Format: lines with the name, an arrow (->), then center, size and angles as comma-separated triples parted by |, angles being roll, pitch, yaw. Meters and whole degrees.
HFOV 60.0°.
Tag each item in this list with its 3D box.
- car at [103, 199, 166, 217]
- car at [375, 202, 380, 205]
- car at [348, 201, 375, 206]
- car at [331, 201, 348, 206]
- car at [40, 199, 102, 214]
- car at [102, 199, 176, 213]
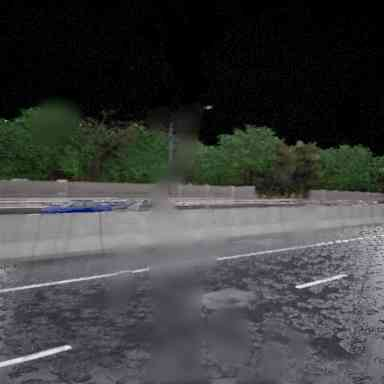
car -> -5.198, 1.391, 30.426 | 5.357, 1.411, 2.033 | 1, 0, -36
car -> 27.575, 2.106, 45.662 | 4.181, 1.385, 1.994 | 2, 0, -36
car -> 25.487, 2.000, 48.467 | 4.902, 1.511, 2.128 | 2, 0, -36
car -> 23.215, 2.033, 51.130 | 4.181, 1.385, 1.994 | 2, 0, -36
car -> -8.212, 1.297, 23.934 | 5.008, 1.535, 1.882 | 1, 0, -36
car -> -3.357, 1.389, 23.127 | 4.892, 1.490, 1.837 | 1, 0, -36
